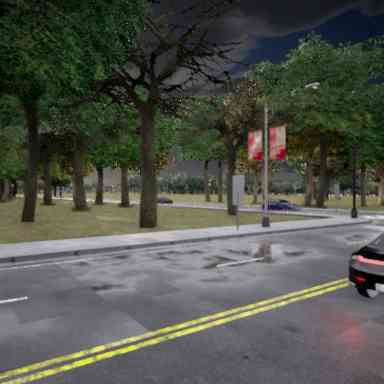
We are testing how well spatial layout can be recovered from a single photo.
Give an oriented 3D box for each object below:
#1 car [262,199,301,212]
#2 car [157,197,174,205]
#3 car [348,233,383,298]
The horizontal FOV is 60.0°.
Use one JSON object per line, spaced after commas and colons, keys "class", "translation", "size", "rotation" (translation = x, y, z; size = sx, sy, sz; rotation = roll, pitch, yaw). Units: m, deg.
{"class": "car", "translation": [9.961, 1.505, 37.398], "size": [1.812, 1.442, 4.674], "rotation": [0, 0, -35]}
{"class": "car", "translation": [-5.289, 1.506, 58.931], "size": [2.033, 1.411, 5.357], "rotation": [0, 0, -35]}
{"class": "car", "translation": [5.368, 1.492, 7.267], "size": [4.902, 1.511, 2.128], "rotation": [0, 0, -35]}
